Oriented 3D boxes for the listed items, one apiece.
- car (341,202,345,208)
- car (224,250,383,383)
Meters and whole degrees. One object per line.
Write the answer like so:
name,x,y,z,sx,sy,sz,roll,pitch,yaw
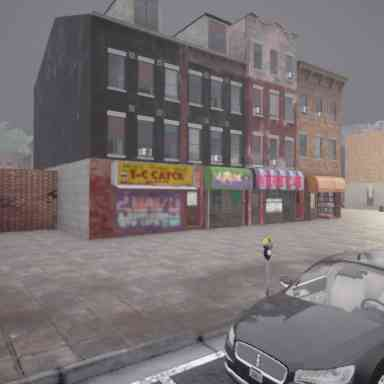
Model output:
car,16.746,1.492,42.148,1.895,1.301,4.718,1,0,-36
car,2.402,1.554,4.514,4.403,1.369,2.008,0,0,-35
